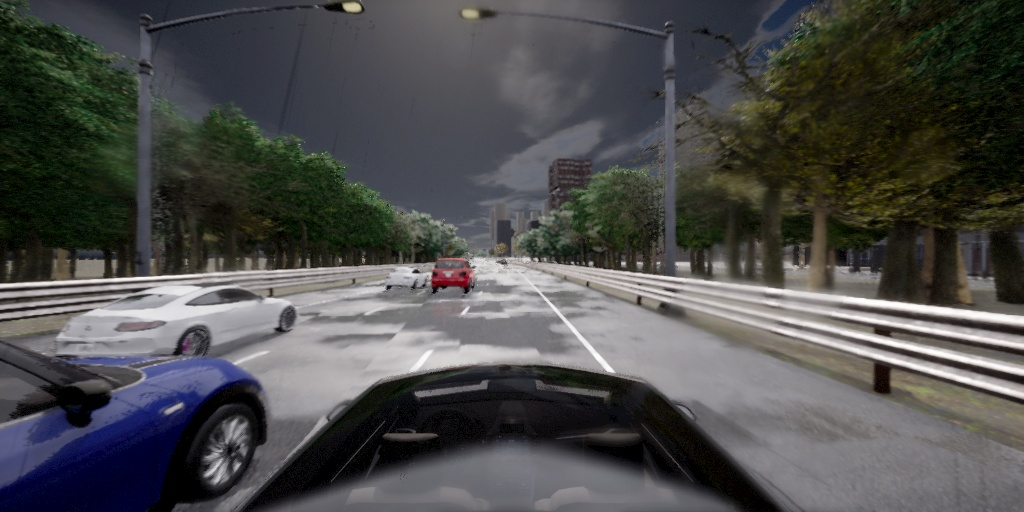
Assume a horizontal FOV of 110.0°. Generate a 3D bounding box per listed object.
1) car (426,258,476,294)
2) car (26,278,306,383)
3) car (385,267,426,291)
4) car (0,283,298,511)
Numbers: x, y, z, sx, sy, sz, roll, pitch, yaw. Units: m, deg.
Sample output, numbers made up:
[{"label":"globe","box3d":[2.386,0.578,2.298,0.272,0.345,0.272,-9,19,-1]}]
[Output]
[{"label":"car","box3d":[-3.520,1.161,22.225,2.150,2.045,5.566,0,-1,-1]},{"label":"car","box3d":[-6.916,1.338,8.111,1.812,1.442,4.674,0,-1,0]},{"label":"car","box3d":[-7.029,1.485,24.076,1.812,1.442,4.674,0,-1,-1]},{"label":"car","box3d":[-3.405,1.103,1.614,2.097,1.767,4.553,0,-1,0]}]
